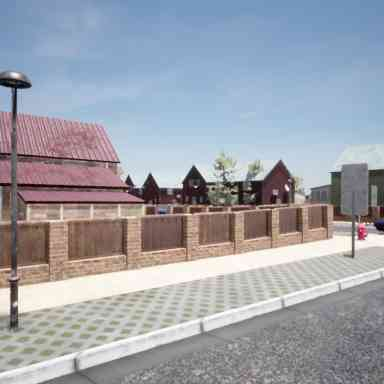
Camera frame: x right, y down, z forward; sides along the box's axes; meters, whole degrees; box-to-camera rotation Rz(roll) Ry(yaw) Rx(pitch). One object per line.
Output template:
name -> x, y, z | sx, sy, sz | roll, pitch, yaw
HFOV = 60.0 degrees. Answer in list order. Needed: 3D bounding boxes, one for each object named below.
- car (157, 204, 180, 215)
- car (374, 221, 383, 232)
car -> -1.949, 2.146, 36.447 | 2.097, 1.767, 4.553 | 1, -2, -36
car -> 12.104, 1.718, 16.946 | 1.895, 1.301, 4.718 | 1, -3, -36
